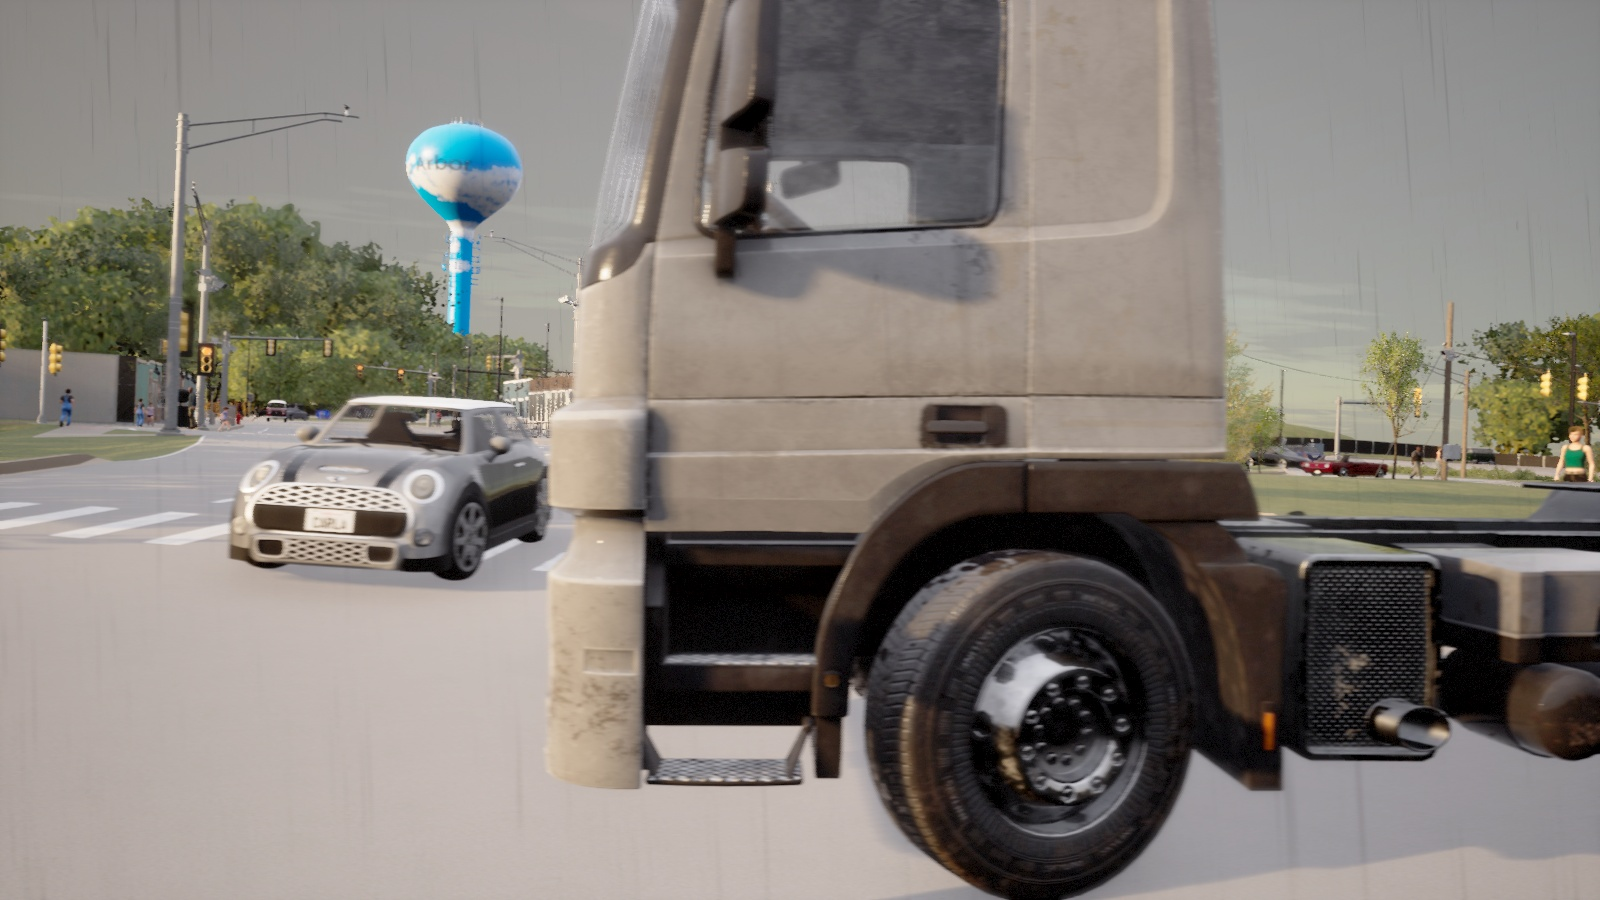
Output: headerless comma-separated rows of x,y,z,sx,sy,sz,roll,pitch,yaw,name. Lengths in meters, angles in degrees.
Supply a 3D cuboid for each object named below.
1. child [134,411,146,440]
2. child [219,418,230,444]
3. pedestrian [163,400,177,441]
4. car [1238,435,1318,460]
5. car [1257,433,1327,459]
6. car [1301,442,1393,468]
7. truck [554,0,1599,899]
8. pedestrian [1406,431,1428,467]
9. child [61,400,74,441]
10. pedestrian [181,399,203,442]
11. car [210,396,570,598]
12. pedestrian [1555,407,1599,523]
-28.455,-1.052,54.142,0.270,1.263,0.437,1,0,-8,child
-24.536,-0.803,53.555,0.394,1.110,0.255,1,0,-16,child
-29.897,-1.412,59.595,0.402,1.930,0.666,1,0,-12,pedestrian
31.141,-0.163,82.020,2.163,1.488,4.792,1,1,-22,car
35.353,-0.311,90.314,2.097,1.767,4.553,1,1,-22,car
28.562,0.268,65.551,4.718,1.301,1.895,0,0,-29,car
3.161,-0.296,5.528,7.936,3.462,2.891,-1,1,-2,truck
32.906,-0.036,66.942,0.563,1.883,0.849,1,0,-26,pedestrian
-23.041,-0.915,39.493,0.270,1.263,0.437,1,0,-21,child
-25.931,-1.250,53.563,0.726,1.842,0.402,1,0,-41,pedestrian
-3.594,0.287,11.798,1.970,1.475,3.806,2,3,3,car
12.452,0.239,20.112,0.594,1.836,0.345,1,0,-30,pedestrian
